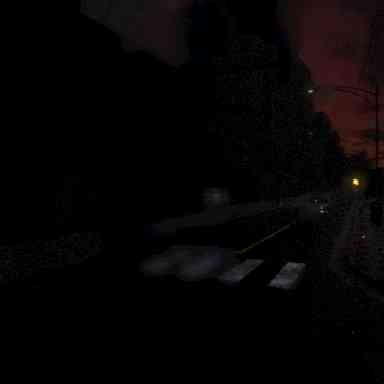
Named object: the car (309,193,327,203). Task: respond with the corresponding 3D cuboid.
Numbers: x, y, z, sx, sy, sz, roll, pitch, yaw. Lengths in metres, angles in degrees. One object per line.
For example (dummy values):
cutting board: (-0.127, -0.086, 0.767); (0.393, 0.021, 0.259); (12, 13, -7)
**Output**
car: (16.706, 0.784, 44.012); (1.895, 1.301, 4.718); (0, 1, 27)
